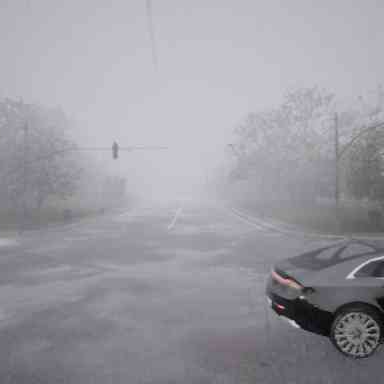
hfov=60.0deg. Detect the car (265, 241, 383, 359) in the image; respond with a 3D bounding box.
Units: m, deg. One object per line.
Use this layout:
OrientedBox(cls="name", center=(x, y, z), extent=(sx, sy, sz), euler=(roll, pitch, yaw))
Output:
OrientedBox(cls="car", center=(3.703, 1.592, 5.486), extent=(4.902, 1.511, 2.128), euler=(0, -1, 1))
